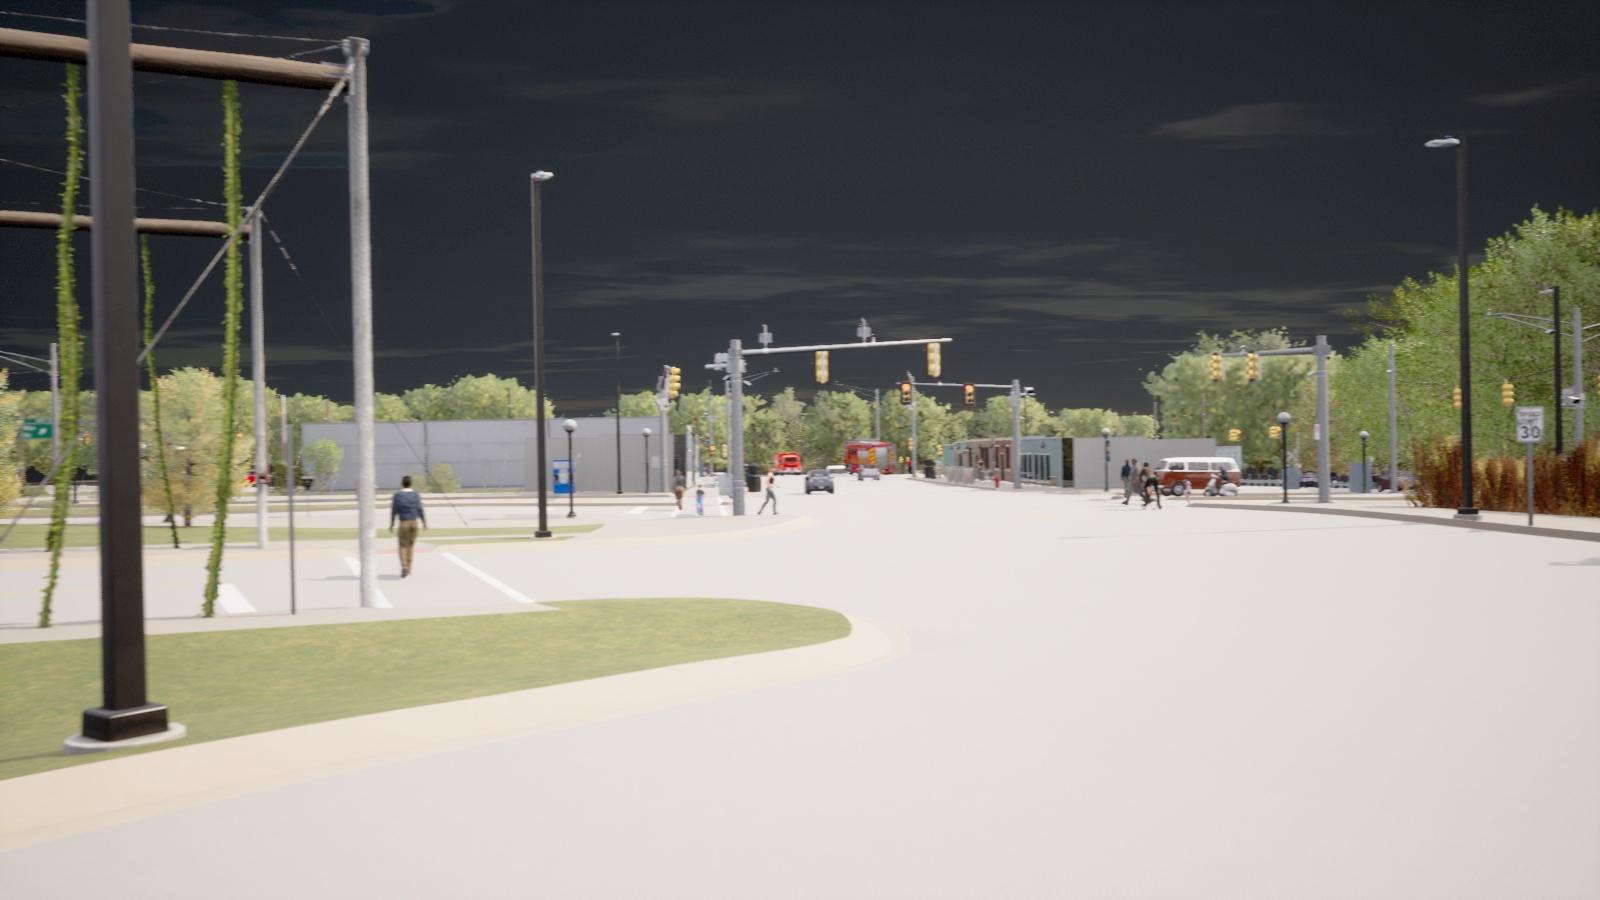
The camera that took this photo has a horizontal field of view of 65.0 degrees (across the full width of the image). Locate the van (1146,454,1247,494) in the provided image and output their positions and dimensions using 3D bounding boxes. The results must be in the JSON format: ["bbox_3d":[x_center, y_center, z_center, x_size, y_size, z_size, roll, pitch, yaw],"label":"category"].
[{"bbox_3d":[20.395,1.235,64.720,4.480,2.038,2.069,0,-2,-5],"label":"van"}]

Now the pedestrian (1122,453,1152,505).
[{"bbox_3d":[12.769,1.086,47.558,0.873,1.952,0.659,-2,0,-7],"label":"pedestrian"}]

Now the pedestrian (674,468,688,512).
[{"bbox_3d":[-5.180,1.729,54.637,0.540,1.848,0.694,-2,0,-7],"label":"pedestrian"}]

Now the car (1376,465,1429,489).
[{"bbox_3d":[40.955,1.831,85.407,1.845,1.501,3.633,-2,-2,1],"label":"car"}]

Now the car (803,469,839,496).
[{"bbox_3d":[1.269,1.946,76.571,1.845,1.501,3.633,-2,0,-3],"label":"car"}]

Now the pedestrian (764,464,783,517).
[{"bbox_3d":[-0.947,1.416,44.401,0.594,1.836,0.345,-2,0,-3],"label":"pedestrian"}]

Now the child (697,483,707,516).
[{"bbox_3d":[-3.819,1.927,49.018,0.270,1.263,0.437,-2,0,6],"label":"child"}]

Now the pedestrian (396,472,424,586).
[{"bbox_3d":[-6.893,1.373,22.189,0.423,1.949,0.788,-2,0,-18],"label":"pedestrian"}]

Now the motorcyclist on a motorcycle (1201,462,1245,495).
[{"bbox_3d":[20.481,1.393,60.879,1.817,1.590,0.866,0,-1,-9],"label":"motorcyclist on a motorcycle"}]

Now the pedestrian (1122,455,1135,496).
[{"bbox_3d":[15.045,1.165,57.502,0.370,1.835,0.726,-2,0,-2],"label":"pedestrian"}]
